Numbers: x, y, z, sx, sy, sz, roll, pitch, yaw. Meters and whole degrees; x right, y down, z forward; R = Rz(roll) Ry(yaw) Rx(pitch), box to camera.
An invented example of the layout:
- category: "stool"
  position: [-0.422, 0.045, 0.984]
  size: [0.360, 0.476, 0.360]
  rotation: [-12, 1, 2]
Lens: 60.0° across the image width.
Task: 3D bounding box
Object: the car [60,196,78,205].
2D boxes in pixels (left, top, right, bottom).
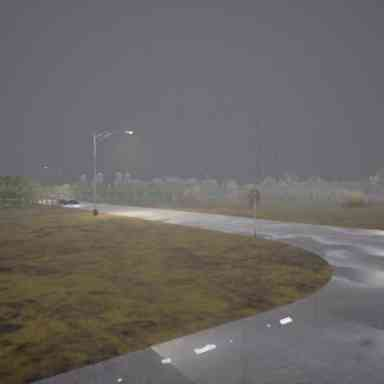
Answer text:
- category: "car"
  position: [-18.580, 1.250, 50.011]
  size: [1.994, 1.385, 4.181]
  rotation: [-1, 1, -35]
